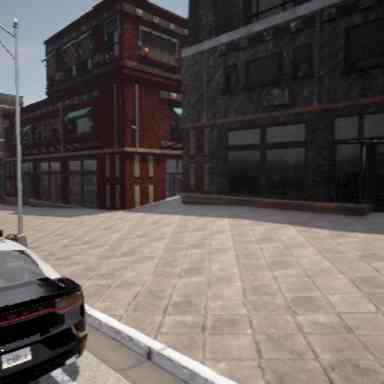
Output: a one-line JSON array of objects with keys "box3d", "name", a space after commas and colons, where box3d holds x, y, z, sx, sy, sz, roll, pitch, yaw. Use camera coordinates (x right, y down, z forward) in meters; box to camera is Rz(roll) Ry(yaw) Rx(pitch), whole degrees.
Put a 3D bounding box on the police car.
[{"box3d": [-3.494, 1.399, 5.019, 1.930, 1.638, 5.238, -3, 2, -45], "name": "police car"}]
